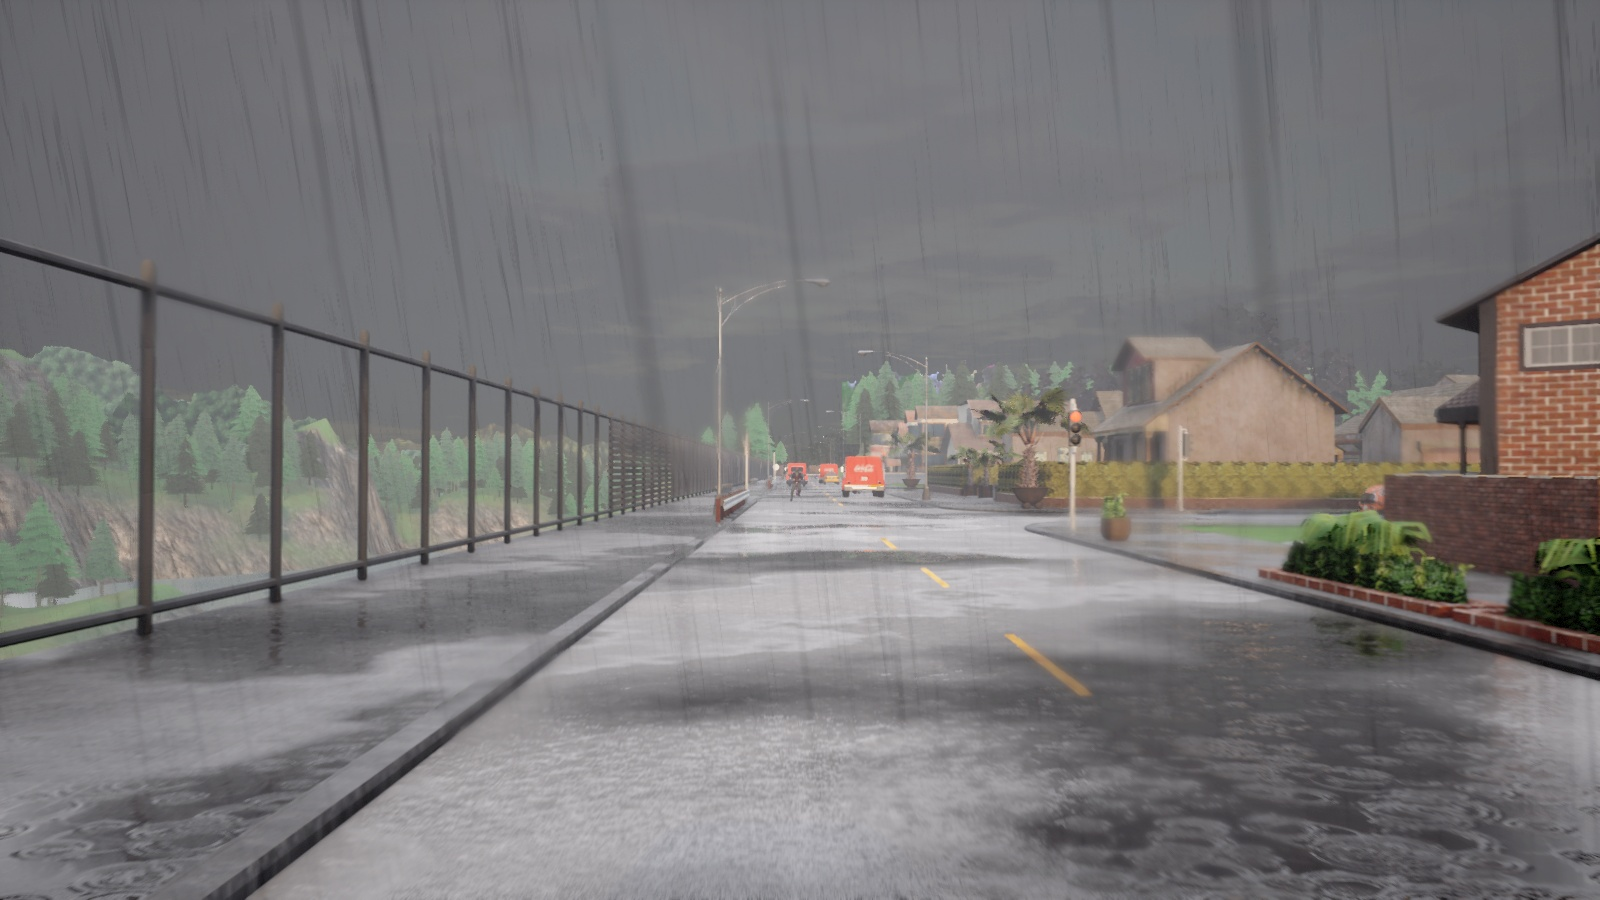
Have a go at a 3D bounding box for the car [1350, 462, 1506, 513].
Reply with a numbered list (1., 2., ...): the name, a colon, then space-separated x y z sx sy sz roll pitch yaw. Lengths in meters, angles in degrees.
1. car: 22.615 1.342 45.326 4.553 1.767 2.097 0 -1 0

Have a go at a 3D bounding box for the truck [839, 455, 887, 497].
1. truck: 3.818 1.603 77.100 2.627 2.467 5.204 0 -1 0
